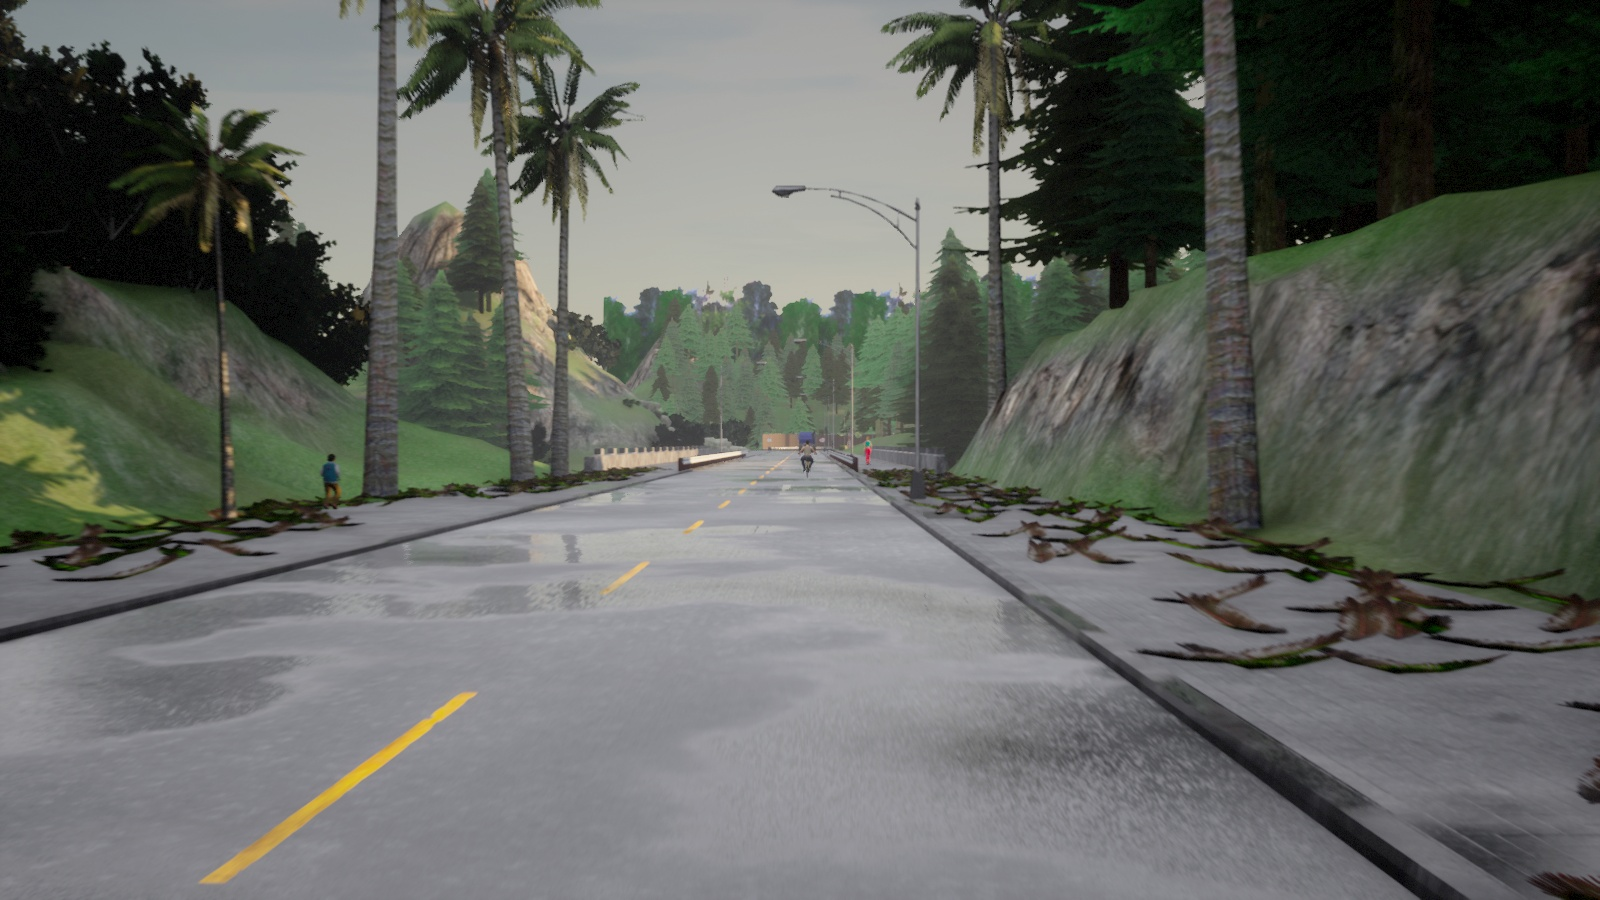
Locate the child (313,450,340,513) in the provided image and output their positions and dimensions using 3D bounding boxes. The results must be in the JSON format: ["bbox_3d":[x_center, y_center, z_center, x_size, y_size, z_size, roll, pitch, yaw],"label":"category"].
[{"bbox_3d":[-9.071,0.594,24.065,0.343,1.192,0.448,0,0,1],"label":"child"}]
